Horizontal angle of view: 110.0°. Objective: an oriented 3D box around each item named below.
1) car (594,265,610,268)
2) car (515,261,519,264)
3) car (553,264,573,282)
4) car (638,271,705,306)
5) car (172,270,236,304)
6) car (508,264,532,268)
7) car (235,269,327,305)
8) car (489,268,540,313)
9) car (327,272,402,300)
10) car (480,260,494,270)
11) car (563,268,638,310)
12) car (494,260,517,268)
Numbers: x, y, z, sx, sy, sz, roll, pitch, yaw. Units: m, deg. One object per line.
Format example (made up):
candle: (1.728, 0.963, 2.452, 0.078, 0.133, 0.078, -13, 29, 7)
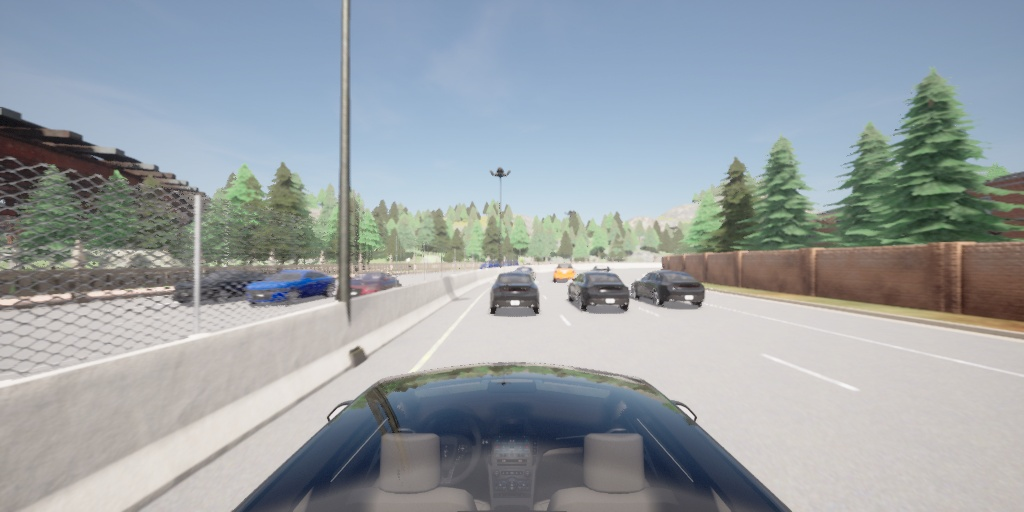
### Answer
car: (8.658, 1.642, 34.615, 2.128, 1.511, 4.902, 0, -1, 10)
car: (2.635, 2.047, 62.241, 1.812, 1.442, 4.674, 0, -1, 25)
car: (5.101, 1.501, 34.520, 2.097, 1.767, 4.553, 0, -1, 9)
car: (7.121, 1.439, 16.788, 1.837, 1.490, 4.892, 0, -1, 1)
car: (-14.014, 1.424, 17.899, 1.882, 1.535, 5.008, 0, -1, 1)
car: (1.196, 1.673, 32.640, 2.033, 1.411, 5.357, 0, -1, 9)
car: (-10.530, 1.420, 17.538, 1.882, 1.535, 5.008, 0, -1, 1)
car: (0.106, 1.414, 14.863, 1.837, 1.490, 4.892, 0, -1, 0)
car: (-7.014, 1.510, 17.922, 1.994, 1.385, 4.181, 0, -1, 1)
car: (-3.729, 1.750, 65.159, 2.150, 2.045, 5.566, 0, -1, 25)
car: (3.608, 1.424, 15.562, 1.837, 1.490, 4.892, 0, -1, 0)
car: (-0.551, 1.764, 63.694, 2.150, 2.045, 5.566, 0, -1, 25)
